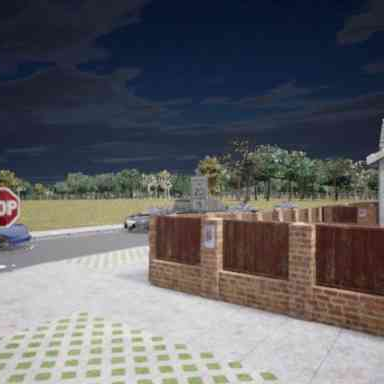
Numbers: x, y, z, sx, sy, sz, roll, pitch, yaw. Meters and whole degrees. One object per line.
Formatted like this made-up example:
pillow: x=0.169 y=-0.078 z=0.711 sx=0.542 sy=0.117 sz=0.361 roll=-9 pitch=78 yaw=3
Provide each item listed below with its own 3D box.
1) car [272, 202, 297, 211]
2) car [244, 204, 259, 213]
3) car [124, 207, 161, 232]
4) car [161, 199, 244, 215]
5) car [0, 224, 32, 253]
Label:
car: x=11.447 y=1.975 z=40.942 sx=2.128 sy=1.511 sz=4.902 roll=0 pitch=-1 yaw=35
car: x=4.712 y=1.848 z=31.402 sx=2.128 sy=1.511 sz=4.902 roll=0 pitch=-1 yaw=35
car: x=-2.231 y=1.709 z=21.526 sx=2.128 sy=1.511 sz=4.902 roll=0 pitch=-1 yaw=35
car: x=0.852 y=1.435 z=20.973 sx=2.150 sy=2.045 sz=5.566 roll=0 pitch=-1 yaw=37
car: x=-8.799 y=1.629 z=12.167 sx=2.033 sy=1.411 sz=5.357 roll=0 pitch=-1 yaw=35
